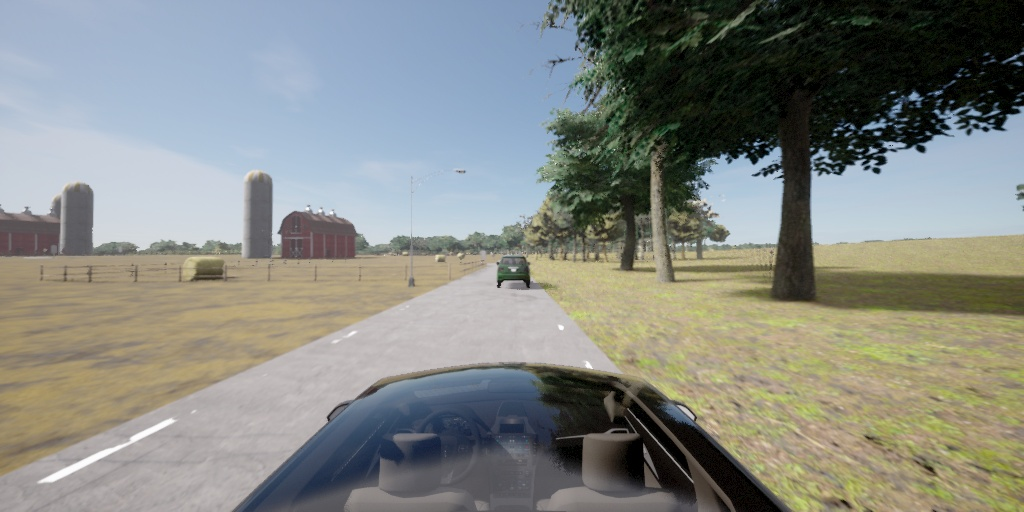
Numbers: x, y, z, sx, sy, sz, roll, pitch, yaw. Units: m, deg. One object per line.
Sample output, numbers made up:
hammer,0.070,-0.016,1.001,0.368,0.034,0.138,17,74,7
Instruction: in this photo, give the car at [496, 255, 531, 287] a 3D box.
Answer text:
car,0.100,0.974,24.517,2.150,2.045,5.566,0,0,0
